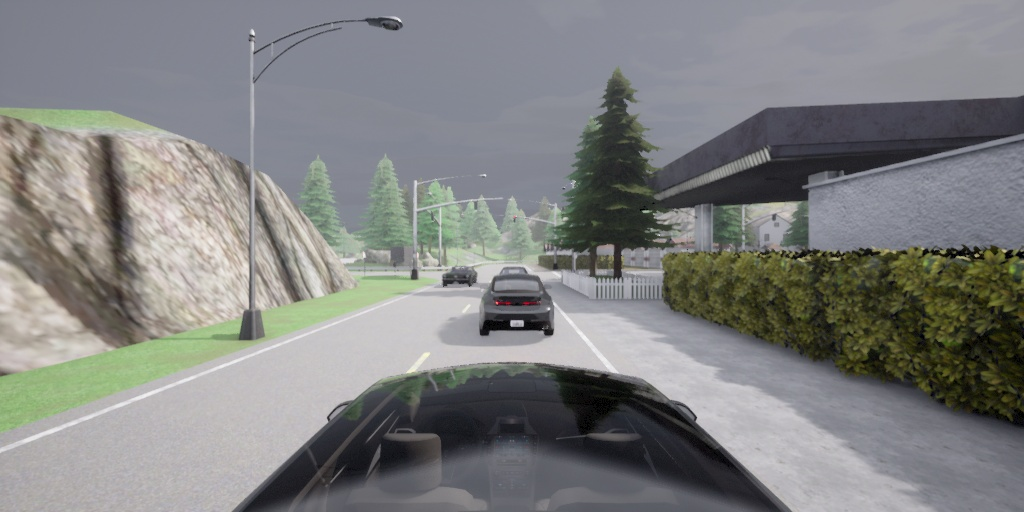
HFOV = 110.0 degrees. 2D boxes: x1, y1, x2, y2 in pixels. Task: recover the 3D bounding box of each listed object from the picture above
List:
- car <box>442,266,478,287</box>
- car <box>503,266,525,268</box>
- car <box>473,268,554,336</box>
[{"bbox_3d":[-3.461,1.339,24.315,1.895,1.301,4.718,0,0,0],"label":"car"},{"bbox_3d":[0.110,1.288,20.115,2.033,1.411,5.357,0,0,2],"label":"car"},{"bbox_3d":[0.118,1.250,10.376,1.837,1.490,4.892,0,0,0],"label":"car"}]
